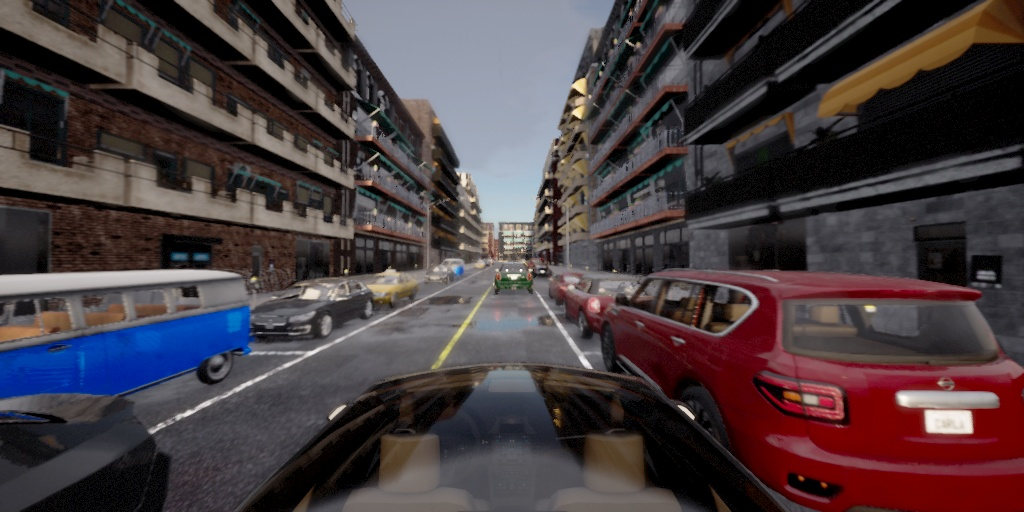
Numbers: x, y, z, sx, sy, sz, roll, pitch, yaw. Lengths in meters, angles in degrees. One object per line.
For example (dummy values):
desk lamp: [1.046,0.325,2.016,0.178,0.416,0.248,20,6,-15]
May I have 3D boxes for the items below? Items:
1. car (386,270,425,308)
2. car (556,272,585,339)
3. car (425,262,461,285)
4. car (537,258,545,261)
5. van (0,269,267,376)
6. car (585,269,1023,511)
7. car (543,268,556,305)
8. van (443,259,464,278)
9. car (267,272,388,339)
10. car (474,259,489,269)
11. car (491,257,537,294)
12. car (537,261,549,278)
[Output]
car: [-5.314,1.295,15.427,1.751,1.417,4.829,0,0,0]
car: [2.567,1.199,10.069,1.967,1.591,4.097,0,0,0]
car: [-5.313,1.345,26.726,2.007,1.370,4.403,0,0,0]
car: [2.568,1.136,37.886,2.192,1.841,5.009,0,0,0]
van: [-5.314,1.092,4.471,1.690,1.789,3.998,0,0,0]
car: [2.567,1.066,4.506,2.192,1.841,5.009,0,0,0]
car: [2.567,1.352,15.630,1.802,1.307,4.207,0,0,0]
van: [-5.313,1.149,32.290,1.690,1.789,3.998,0,0,0]
car: [-5.314,1.310,10.036,2.007,1.370,4.403,0,0,0]
car: [-5.311,1.405,59.941,1.751,1.417,4.829,0,0,0]
car: [0.103,1.133,20.529,2.097,1.767,4.553,0,0,0]
car: [2.568,1.374,32.321,1.948,1.339,4.313,0,0,0]
